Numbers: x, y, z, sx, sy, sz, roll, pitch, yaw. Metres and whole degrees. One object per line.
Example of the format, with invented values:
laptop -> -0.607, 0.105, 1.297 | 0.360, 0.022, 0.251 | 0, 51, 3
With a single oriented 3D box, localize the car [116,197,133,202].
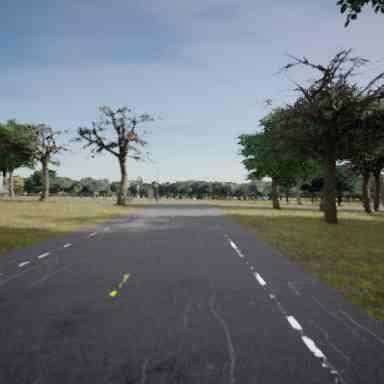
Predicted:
car -> -17.203, 1.941, 85.073 | 4.181, 1.385, 1.994 | 2, 0, 0
